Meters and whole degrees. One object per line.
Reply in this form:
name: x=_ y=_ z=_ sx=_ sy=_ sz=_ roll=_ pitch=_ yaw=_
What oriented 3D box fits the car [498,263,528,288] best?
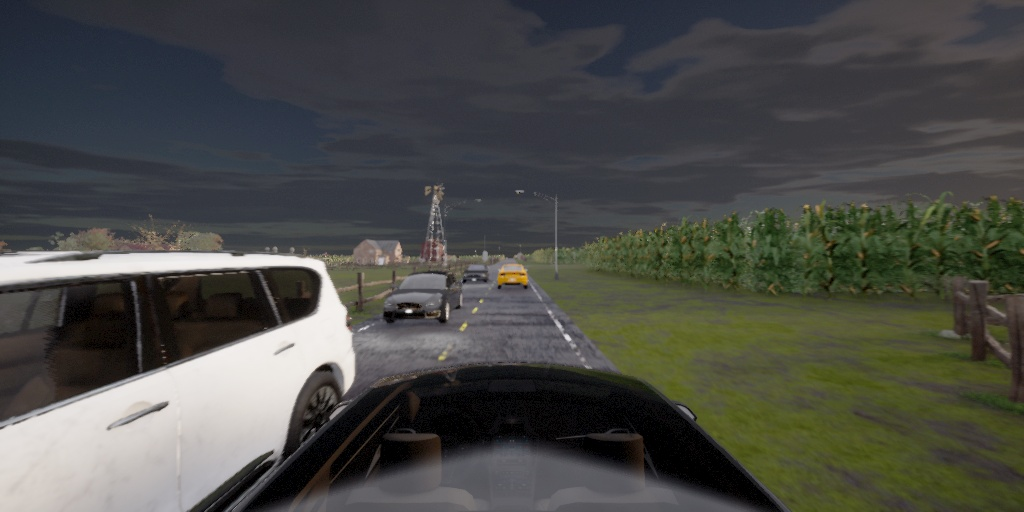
car: x=0.052 y=1.285 z=24.194 sx=1.882 sy=1.535 sz=5.008 roll=0 pitch=0 yaw=1

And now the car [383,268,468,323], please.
car: x=-2.844 y=1.284 z=12.334 sx=1.837 sy=1.490 sz=4.892 roll=0 pitch=0 yaw=0

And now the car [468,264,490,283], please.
car: x=-2.771 y=1.368 z=29.040 sx=2.033 sy=1.411 sz=5.357 roll=0 pitch=0 yaw=0

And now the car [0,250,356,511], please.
car: x=-2.846 y=0.974 z=1.847 sx=2.150 sy=2.045 sz=5.566 roll=0 pitch=0 yaw=0
